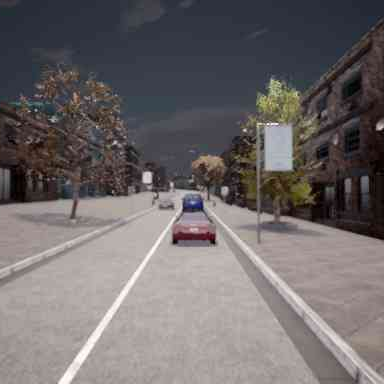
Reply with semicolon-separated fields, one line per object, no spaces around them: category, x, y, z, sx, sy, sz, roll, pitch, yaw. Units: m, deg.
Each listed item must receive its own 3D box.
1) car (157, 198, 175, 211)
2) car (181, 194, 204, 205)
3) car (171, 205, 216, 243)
car;-3.106;1.474;41.020;1.837;1.490;4.892;0;0;0
car;0.086;1.196;34.363;2.150;2.045;5.566;0;0;0
car;0.095;1.552;15.948;1.994;1.385;4.181;0;0;0
